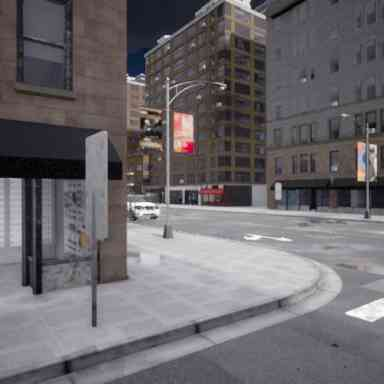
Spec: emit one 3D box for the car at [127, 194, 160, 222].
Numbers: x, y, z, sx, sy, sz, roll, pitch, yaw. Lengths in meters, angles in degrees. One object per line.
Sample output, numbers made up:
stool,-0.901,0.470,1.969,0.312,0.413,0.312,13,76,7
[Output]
car,-4.834,1.223,27.765,2.150,2.045,5.566,0,0,-36
